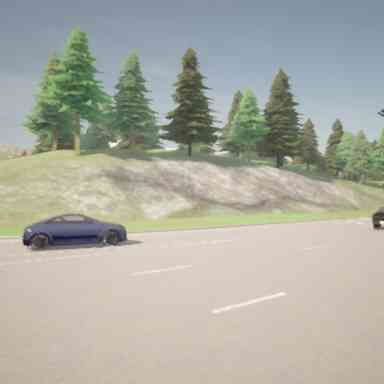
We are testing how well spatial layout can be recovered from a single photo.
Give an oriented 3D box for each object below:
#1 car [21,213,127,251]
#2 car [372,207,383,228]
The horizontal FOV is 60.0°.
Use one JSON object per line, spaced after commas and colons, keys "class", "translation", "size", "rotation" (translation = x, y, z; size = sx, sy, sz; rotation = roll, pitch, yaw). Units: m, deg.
{"class": "car", "translation": [-4.921, 1.592, 14.171], "size": [4.181, 1.385, 1.994], "rotation": [0, 0, -24]}
{"class": "car", "translation": [13.938, 1.680, 22.283], "size": [4.892, 1.490, 1.837], "rotation": [1, 0, -36]}
